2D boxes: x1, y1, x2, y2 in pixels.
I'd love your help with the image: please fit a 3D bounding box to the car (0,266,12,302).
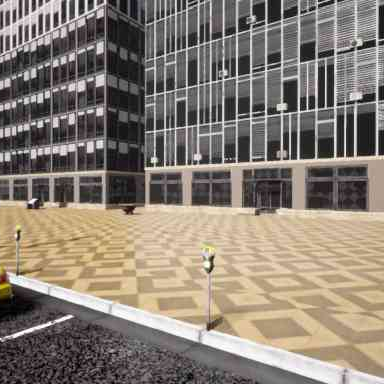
[{"bbox_3d":[-5.565,1.526,6.835,4.829,1.417,1.752,0,0,35],"label":"car"}]
